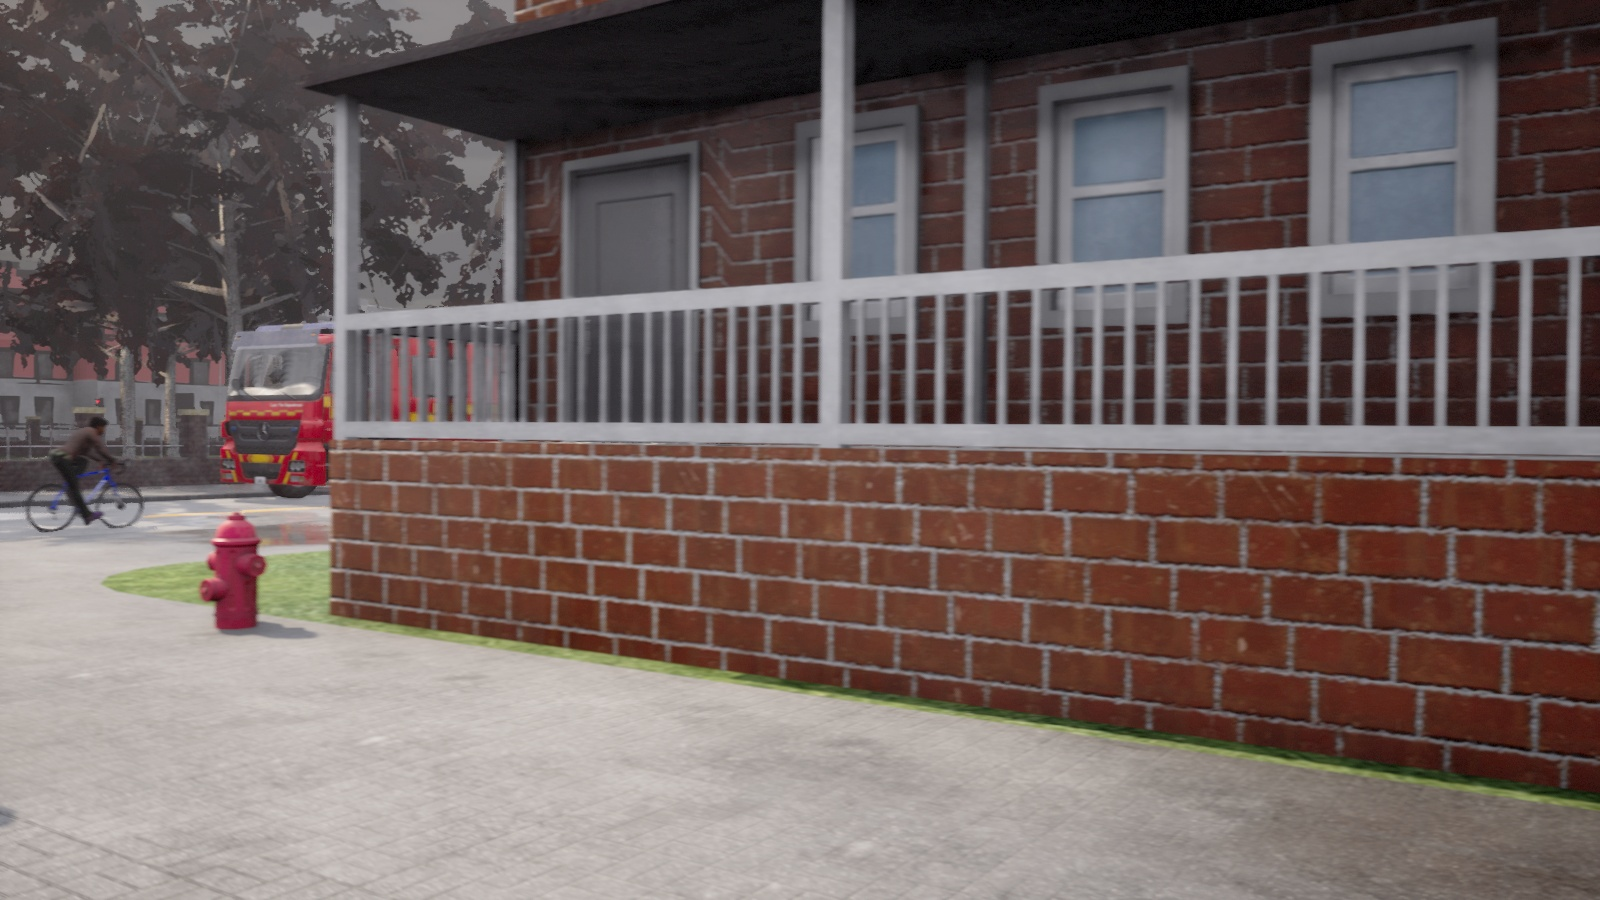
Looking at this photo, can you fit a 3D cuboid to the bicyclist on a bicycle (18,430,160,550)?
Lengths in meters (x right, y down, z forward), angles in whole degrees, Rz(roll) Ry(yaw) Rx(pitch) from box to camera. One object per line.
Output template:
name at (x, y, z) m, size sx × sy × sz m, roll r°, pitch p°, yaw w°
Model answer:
bicyclist on a bicycle at (-10.030, 0.533, 17.772) m, size 0.582 × 1.620 × 1.656 m, roll 0°, pitch 1°, yaw 32°

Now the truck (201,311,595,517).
truck at (-8.432, -0.736, 27.774) m, size 2.891 × 3.827 × 8.468 m, roll 0°, pitch 1°, yaw 30°
